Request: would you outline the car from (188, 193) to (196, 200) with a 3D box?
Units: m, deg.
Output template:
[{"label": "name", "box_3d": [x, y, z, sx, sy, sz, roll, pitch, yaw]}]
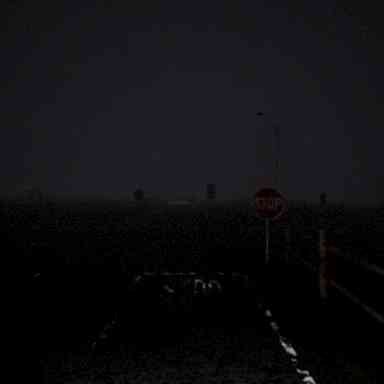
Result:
[{"label": "car", "box_3d": [0.032, 1.048, 75.602, 1.837, 1.490, 4.892, 0, 0, 0]}]

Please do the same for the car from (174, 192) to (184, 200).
[{"label": "car", "box_3d": [-2.723, 0.829, 69.773, 1.882, 1.535, 5.008, 0, 0, 0]}]

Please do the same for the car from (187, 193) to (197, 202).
[{"label": "car", "box_3d": [0.027, 1.277, 65.597, 1.812, 1.442, 4.674, 0, 0, 0]}]
